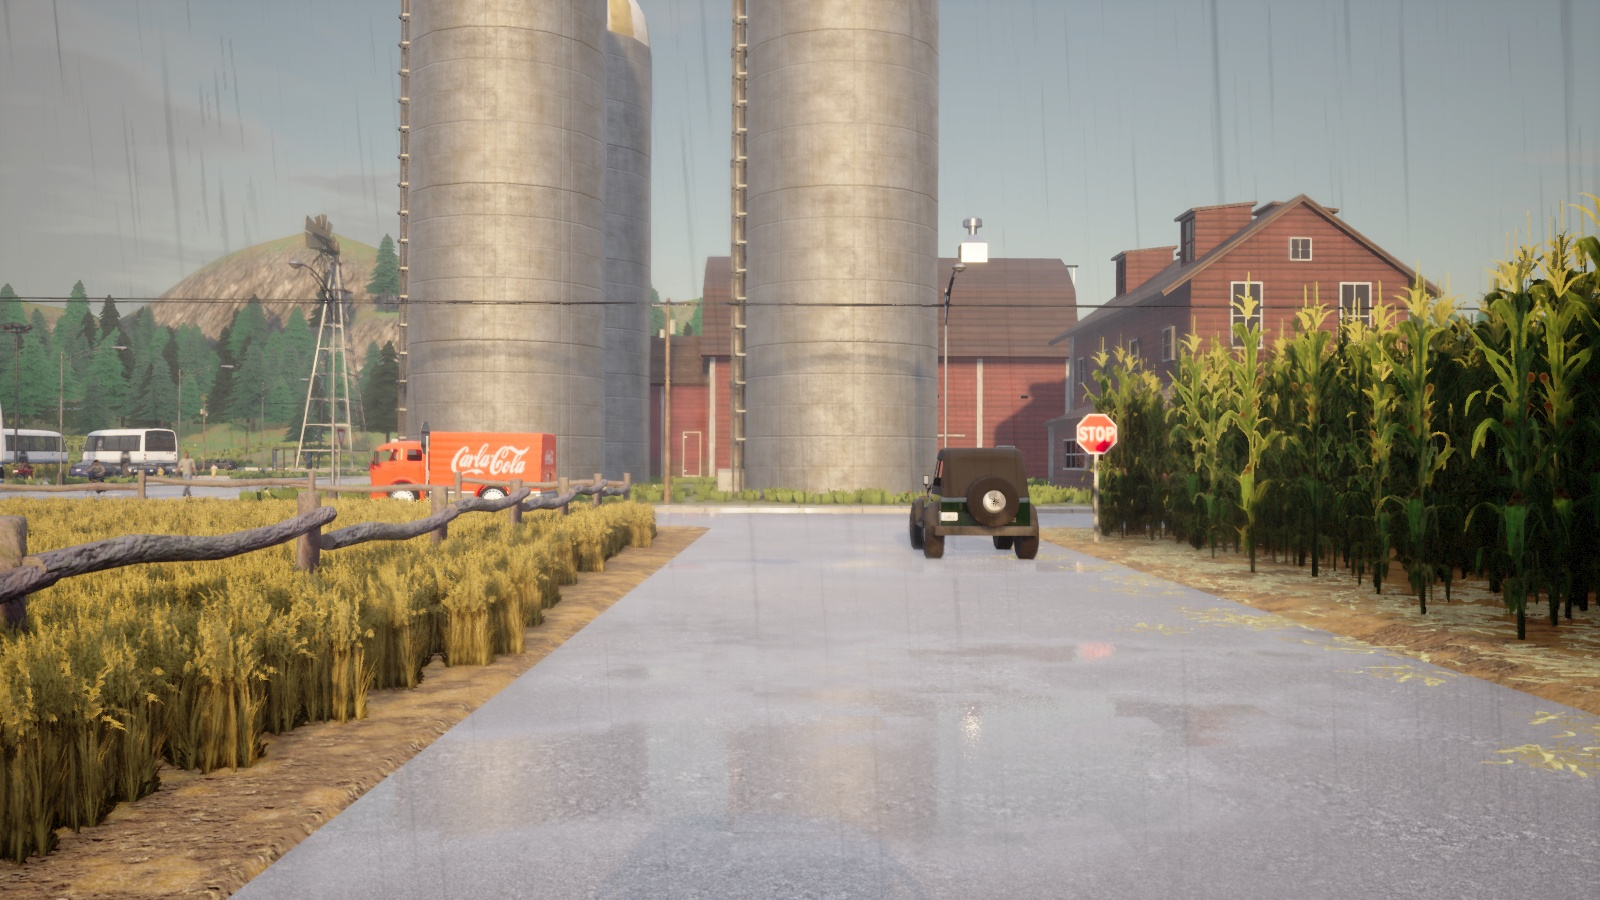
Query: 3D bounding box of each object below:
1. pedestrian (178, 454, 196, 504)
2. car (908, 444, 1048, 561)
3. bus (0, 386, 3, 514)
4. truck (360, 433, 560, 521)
[{"bbox_3d":[-22.753,1.060,46.605,0.354,1.836,0.706,0,-1,-3],"label":"pedestrian"},{"bbox_3d":[3.037,0.871,22.190,1.905,1.878,3.866,0,-1,0],"label":"car"},{"bbox_3d":[-30.943,-0.014,38.534,3.944,4.253,10.273,-1,-1,31],"label":"bus"},{"bbox_3d":[-9.943,0.779,37.099,5.204,2.467,2.627,0,-1,1],"label":"truck"}]
